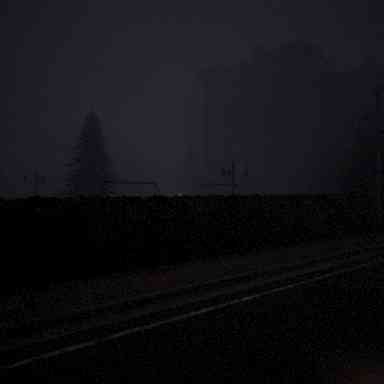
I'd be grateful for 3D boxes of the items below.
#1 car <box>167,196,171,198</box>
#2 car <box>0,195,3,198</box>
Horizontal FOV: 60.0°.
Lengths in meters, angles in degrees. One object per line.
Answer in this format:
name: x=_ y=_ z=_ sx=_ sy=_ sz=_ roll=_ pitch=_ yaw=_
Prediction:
car: x=-4.684 y=1.337 z=50.366 sx=2.097 sy=1.767 sz=4.553 roll=0 pitch=0 yaw=-38
car: x=-40.312 y=1.374 z=67.393 sx=3.633 sy=1.501 sz=1.845 roll=0 pitch=0 yaw=-38
